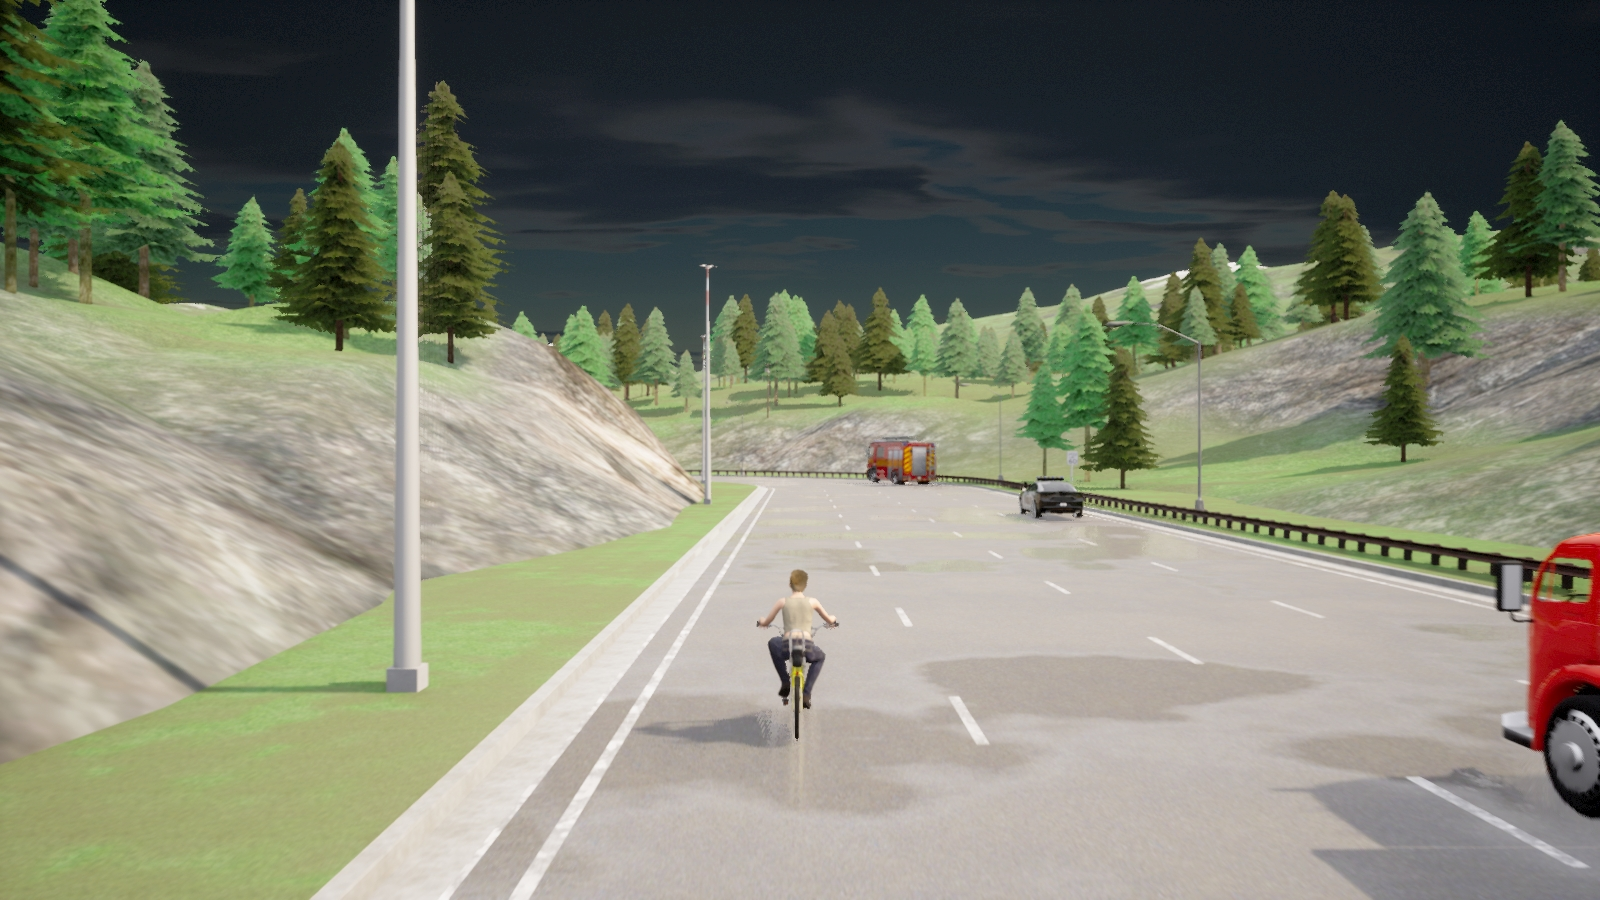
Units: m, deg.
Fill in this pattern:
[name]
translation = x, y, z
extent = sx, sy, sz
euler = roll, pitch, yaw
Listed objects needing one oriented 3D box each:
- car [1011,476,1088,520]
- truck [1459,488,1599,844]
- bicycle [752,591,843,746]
[car]
translation = 10.356, 1.970, 47.864
extent = 2.097, 1.638, 5.238
euler = 0, 0, 0
[truck]
translation = 6.997, 1.568, 7.250
extent = 2.627, 2.467, 5.204
euler = 0, 0, 0
[bicycle]
translation = -0.022, 2.154, 11.531
extent = 0.859, 1.276, 1.487
euler = 0, 0, 0
